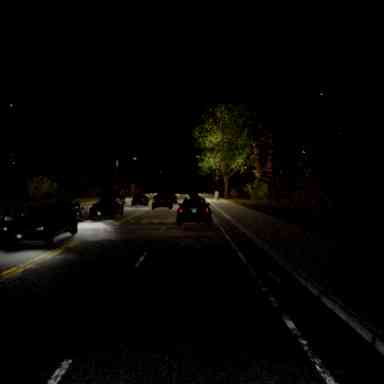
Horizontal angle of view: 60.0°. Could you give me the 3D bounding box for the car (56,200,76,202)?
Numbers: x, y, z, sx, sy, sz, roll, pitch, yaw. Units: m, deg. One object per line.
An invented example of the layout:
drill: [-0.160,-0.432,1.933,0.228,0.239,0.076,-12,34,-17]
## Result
car: [-9.791,1.302,25.585,1.994,1.385,4.181,0,1,0]

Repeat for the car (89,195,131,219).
car: [-6.527,1.222,25.866,2.128,1.511,4.902,0,1,0]

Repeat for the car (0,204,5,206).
car: [-9.809,1.355,15.701,1.837,1.490,4.892,0,1,0]

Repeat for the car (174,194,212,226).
car: [0.138,1.119,21.672,2.097,1.767,4.553,0,1,0]

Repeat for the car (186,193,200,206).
car: [0.159,1.002,44.836,1.837,1.490,4.892,0,1,0]

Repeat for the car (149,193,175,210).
car: [-3.179,0.951,36.636,2.097,1.767,4.553,0,1,0]

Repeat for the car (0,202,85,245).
car: [-6.564,1.379,14.973,1.812,1.442,4.674,0,1,0]

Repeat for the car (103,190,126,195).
car: [-9.669,0.760,41.616,2.150,2.045,5.566,0,1,0]

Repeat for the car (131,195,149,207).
car: [-6.418,1.112,41.706,1.812,1.442,4.674,0,1,0]

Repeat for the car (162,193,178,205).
car: [-3.138,0.935,48.422,1.882,1.535,5.008,0,1,0]
